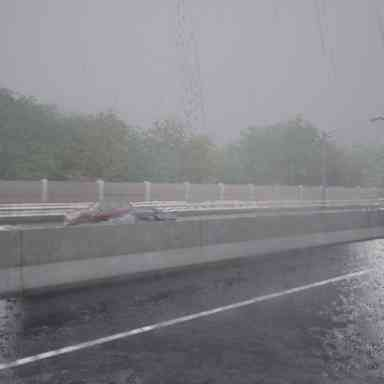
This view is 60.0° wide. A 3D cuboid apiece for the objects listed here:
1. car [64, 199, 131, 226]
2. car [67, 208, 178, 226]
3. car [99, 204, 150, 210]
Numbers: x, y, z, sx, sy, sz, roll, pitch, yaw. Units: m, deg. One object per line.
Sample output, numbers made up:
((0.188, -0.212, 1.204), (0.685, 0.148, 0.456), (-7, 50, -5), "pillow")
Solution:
((-5.731, 1.367, 21.348), (4.553, 1.767, 2.097), (0, 0, -35), "car")
((-2.771, 1.615, 14.876), (4.718, 1.301, 1.895), (0, 0, -35), "car")
((-2.831, 1.583, 19.105), (4.181, 1.385, 1.994), (0, 0, -35), "car")
